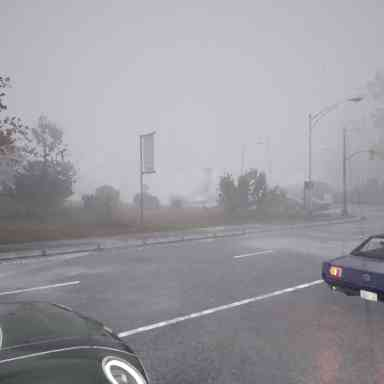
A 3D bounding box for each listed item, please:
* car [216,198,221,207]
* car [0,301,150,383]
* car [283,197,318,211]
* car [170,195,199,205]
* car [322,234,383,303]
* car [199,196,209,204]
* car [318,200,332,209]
[{"bbox_3d":[5.259,1.142,43.984,2.097,1.767,4.553,-1,0,-39],"label":"car"},{"bbox_3d":[-2.462,1.352,1.967,4.553,1.767,2.097,0,0,-36],"label":"car"},{"bbox_3d":[10.962,1.291,36.856,1.837,1.490,4.892,-1,0,-39],"label":"car"},{"bbox_3d":[-1.593,1.287,52.567,2.128,1.511,4.902,-1,0,-38],"label":"car"},{"bbox_3d":[5.010,1.573,7.305,4.718,1.301,1.895,0,0,-35],"label":"car"},{"bbox_3d":[0.741,1.291,55.253,1.812,1.442,4.674,-1,0,-38],"label":"car"},{"bbox_3d":[13.595,1.303,39.167,2.033,1.411,5.357,-1,0,-39],"label":"car"}]
